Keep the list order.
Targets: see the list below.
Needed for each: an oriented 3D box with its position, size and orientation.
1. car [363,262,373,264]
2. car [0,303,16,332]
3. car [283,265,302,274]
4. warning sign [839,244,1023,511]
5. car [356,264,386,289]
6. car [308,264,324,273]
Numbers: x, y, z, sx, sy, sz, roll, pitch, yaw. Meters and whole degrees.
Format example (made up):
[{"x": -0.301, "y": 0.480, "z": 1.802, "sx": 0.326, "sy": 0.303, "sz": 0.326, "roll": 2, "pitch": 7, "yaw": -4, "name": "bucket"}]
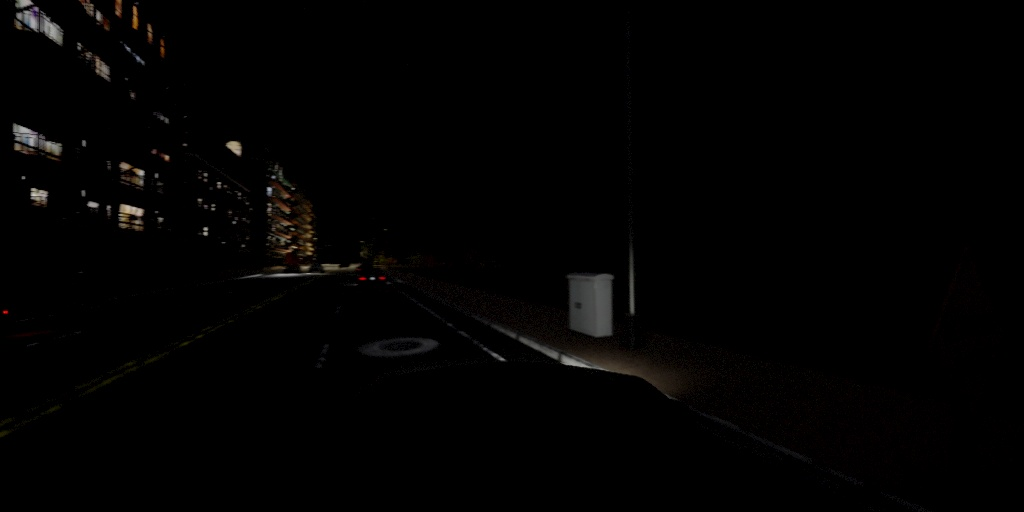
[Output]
[{"x": -17.979, "y": 1.767, "z": 43.794, "sx": 1.994, "sy": 1.385, "sz": 4.181, "roll": 0, "pitch": 0, "yaw": -23, "name": "car"}, {"x": -12.517, "y": 1.425, "z": 6.580, "sx": 2.033, "sy": 1.411, "sz": 5.357, "roll": 0, "pitch": -1, "yaw": -24, "name": "car"}, {"x": -33.552, "y": 1.993, "z": 54.800, "sx": 1.895, "sy": 1.301, "sz": 4.718, "roll": 0, "pitch": 0, "yaw": -23, "name": "car"}, {"x": 3.149, "y": 0.849, "z": 2.473, "sx": 1.300, "sy": 1.860, "sz": 1.060, "roll": 0, "pitch": 0, "yaw": -24, "name": "warning sign"}, {"x": -10.221, "y": 1.561, "z": 26.039, "sx": 2.033, "sy": 1.411, "sz": 5.357, "roll": 0, "pitch": 0, "yaw": -23, "name": "car"}, {"x": -30.625, "y": 1.907, "z": 56.199, "sx": 1.812, "sy": 1.442, "sz": 4.674, "roll": 0, "pitch": 0, "yaw": -23, "name": "car"}]
